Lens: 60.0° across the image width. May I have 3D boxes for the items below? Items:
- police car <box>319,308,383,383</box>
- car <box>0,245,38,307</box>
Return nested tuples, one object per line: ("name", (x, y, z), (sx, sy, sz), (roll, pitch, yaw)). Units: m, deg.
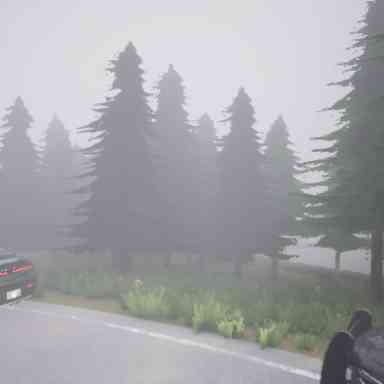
("police car", (3.588, 1.512, 2.028), (5.238, 1.638, 1.930), (0, -1, 39))
("car", (-5.714, 1.846, 7.308), (4.892, 1.490, 1.837), (-3, -2, 21))
